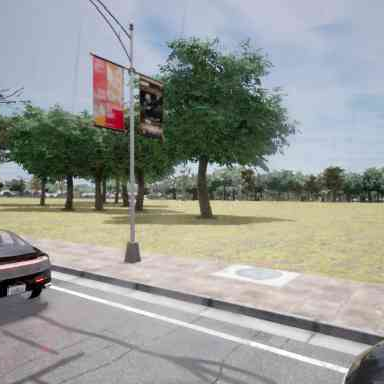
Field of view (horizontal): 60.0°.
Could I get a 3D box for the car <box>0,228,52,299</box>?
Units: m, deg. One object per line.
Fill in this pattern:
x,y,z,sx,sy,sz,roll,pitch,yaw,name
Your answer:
-5.040,1.515,7.253,4.902,1.511,2.128,0,0,36,car

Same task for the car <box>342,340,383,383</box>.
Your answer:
3.234,1.493,1.368,4.902,1.511,2.128,0,0,36,car
